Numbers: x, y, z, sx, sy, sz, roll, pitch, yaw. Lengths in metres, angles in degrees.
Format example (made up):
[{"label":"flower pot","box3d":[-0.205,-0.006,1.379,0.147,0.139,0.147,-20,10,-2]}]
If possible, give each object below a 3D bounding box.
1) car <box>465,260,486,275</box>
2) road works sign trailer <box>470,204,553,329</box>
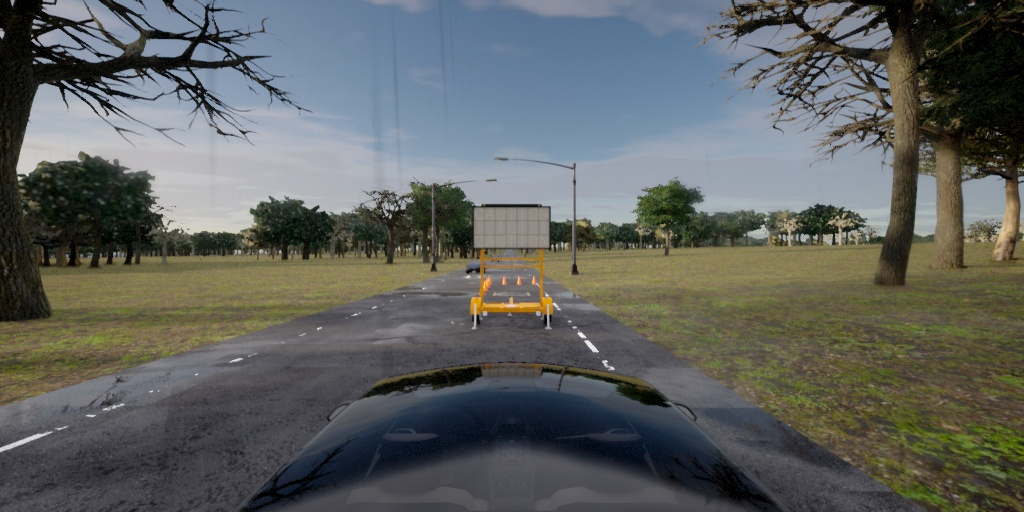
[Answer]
[{"label":"car","box3d":[-3.638,1.154,36.939,2.033,1.411,5.357,0,0,0]},{"label":"road works sign trailer","box3d":[-0.010,0.197,11.146,2.380,3.560,2.880,0,0,0]}]
